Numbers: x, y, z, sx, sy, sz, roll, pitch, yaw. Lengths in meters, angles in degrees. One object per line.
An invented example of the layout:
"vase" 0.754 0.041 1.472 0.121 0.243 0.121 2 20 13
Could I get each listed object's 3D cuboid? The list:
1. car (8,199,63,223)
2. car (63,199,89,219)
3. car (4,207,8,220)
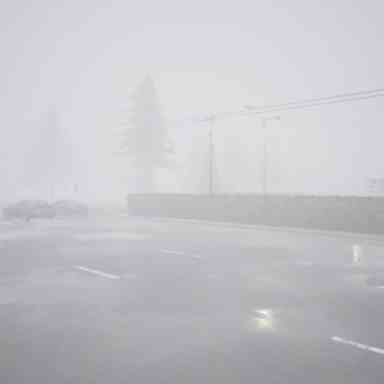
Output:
"car" -11.487 1.281 23.384 4.902 1.511 2.128 1 0 40
"car" -10.119 1.299 26.781 4.674 1.442 1.812 1 0 40
"car" -13.721 1.287 20.687 4.902 1.511 2.128 1 0 40
